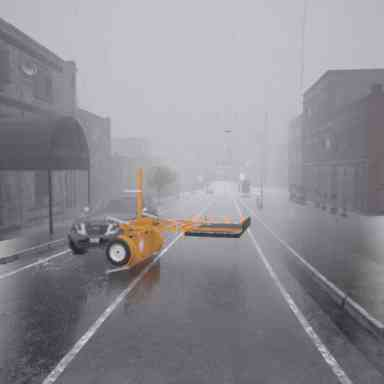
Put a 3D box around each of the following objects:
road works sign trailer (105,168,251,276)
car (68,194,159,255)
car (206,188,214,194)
[{"bbox_3d":[-0.255,0.765,9.268,3.560,2.880,2.380,0,0,15],"label":"road works sign trailer"},{"bbox_3d":[-2.764,1.127,13.108,2.150,2.045,5.566,0,1,6],"label":"car"},{"bbox_3d":[4.341,-0.184,80.329,2.033,1.411,5.357,0,2,6],"label":"car"}]
